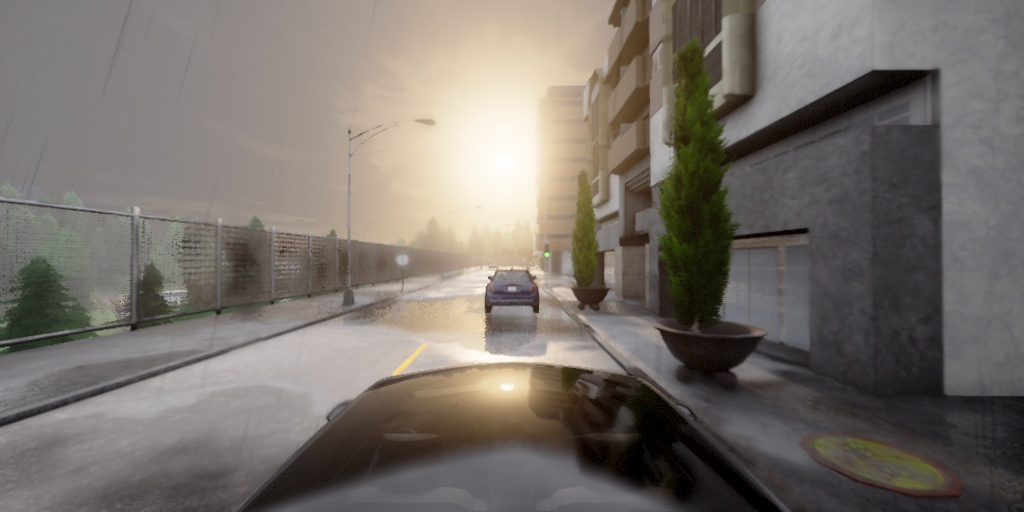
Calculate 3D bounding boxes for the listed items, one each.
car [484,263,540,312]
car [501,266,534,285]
[{"bbox_3d":[0.014,1.250,15.256,2.097,1.767,4.553,0,-1,0],"label":"car"},{"bbox_3d":[0.569,1.593,30.634,1.812,1.442,4.674,0,0,13],"label":"car"}]
